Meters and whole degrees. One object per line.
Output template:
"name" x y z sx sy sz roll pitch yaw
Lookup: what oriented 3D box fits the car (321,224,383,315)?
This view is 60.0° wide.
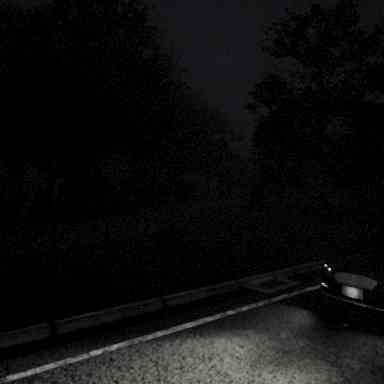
"car" 4.688 1.394 6.977 4.902 1.511 2.128 -1 0 -35
